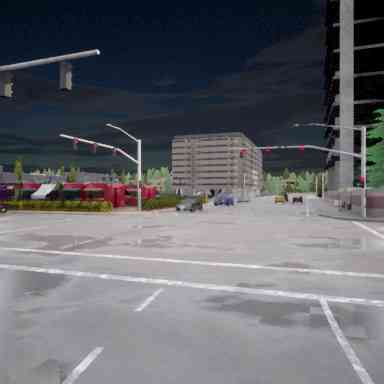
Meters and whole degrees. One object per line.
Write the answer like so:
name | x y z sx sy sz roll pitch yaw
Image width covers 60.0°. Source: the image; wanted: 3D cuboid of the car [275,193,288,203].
car | 18.270 1.478 69.010 1.882 1.535 5.008 0 0 19

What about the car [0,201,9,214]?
car | -21.232 1.560 34.363 4.892 1.490 1.837 0 0 20

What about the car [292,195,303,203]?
car | 21.483 1.478 67.604 1.882 1.535 5.008 0 0 19

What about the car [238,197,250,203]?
car | 10.757 1.601 68.755 1.895 1.301 4.718 0 0 19

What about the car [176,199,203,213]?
car | -0.238 1.491 36.871 2.128 1.511 4.902 0 0 19

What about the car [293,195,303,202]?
car | 24.780 1.525 77.346 2.128 1.511 4.902 0 0 19

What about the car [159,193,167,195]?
car | -7.924 1.209 81.463 4.605 1.855 1.932 0 0 19

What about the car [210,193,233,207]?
car | 5.039 1.215 52.279 2.150 2.045 5.566 0 1 19
